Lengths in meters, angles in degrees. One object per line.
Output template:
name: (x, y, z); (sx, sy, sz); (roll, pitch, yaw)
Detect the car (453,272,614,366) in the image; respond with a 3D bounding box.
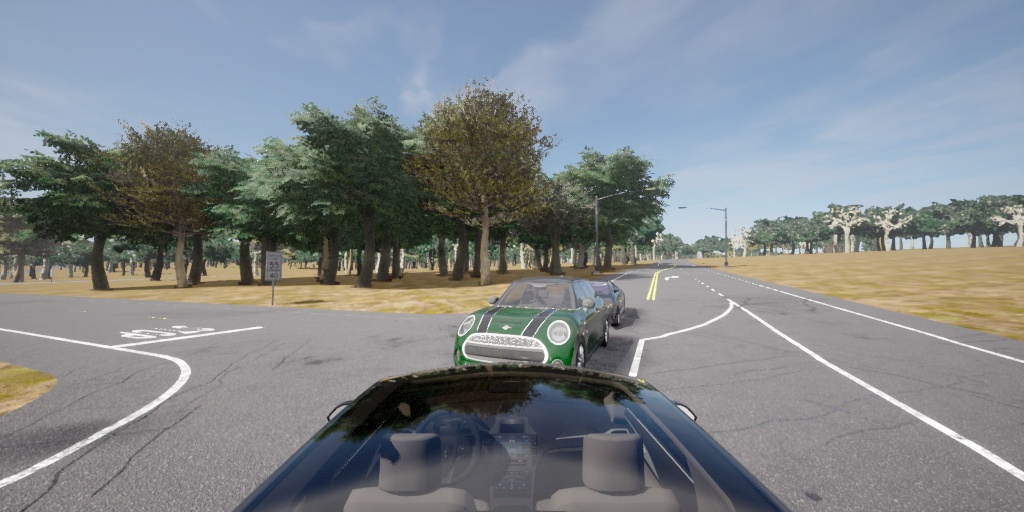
car: (0.686, 1.222, 7.422); (2.097, 1.767, 4.553); (-1, -2, 22)

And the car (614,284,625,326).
car: (2.913, 1.554, 12.854); (1.994, 1.385, 4.181); (-2, 0, 22)
